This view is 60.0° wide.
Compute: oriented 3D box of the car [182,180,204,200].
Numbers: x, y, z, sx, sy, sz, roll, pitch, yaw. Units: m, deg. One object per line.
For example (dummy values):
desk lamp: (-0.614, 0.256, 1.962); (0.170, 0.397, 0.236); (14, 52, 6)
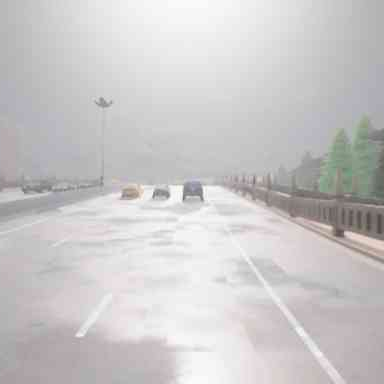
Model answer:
car: (0.092, -0.273, 35.687); (2.150, 2.045, 5.566); (0, 3, 0)

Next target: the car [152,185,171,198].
car: (-3.409, -0.101, 37.994); (1.812, 1.442, 4.674); (0, 3, 0)

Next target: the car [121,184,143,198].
car: (-6.909, -0.196, 38.811); (1.882, 1.535, 5.008); (0, 3, 0)

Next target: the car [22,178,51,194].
car: (-21.075, -0.843, 45.604); (2.150, 2.045, 5.566); (0, 4, 0)

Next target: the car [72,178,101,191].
car: (-14.083, -0.842, 45.621); (2.150, 2.045, 5.566); (0, 3, 0)

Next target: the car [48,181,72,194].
car: (-17.577, -0.549, 45.854); (1.812, 1.442, 4.674); (0, 3, 0)
